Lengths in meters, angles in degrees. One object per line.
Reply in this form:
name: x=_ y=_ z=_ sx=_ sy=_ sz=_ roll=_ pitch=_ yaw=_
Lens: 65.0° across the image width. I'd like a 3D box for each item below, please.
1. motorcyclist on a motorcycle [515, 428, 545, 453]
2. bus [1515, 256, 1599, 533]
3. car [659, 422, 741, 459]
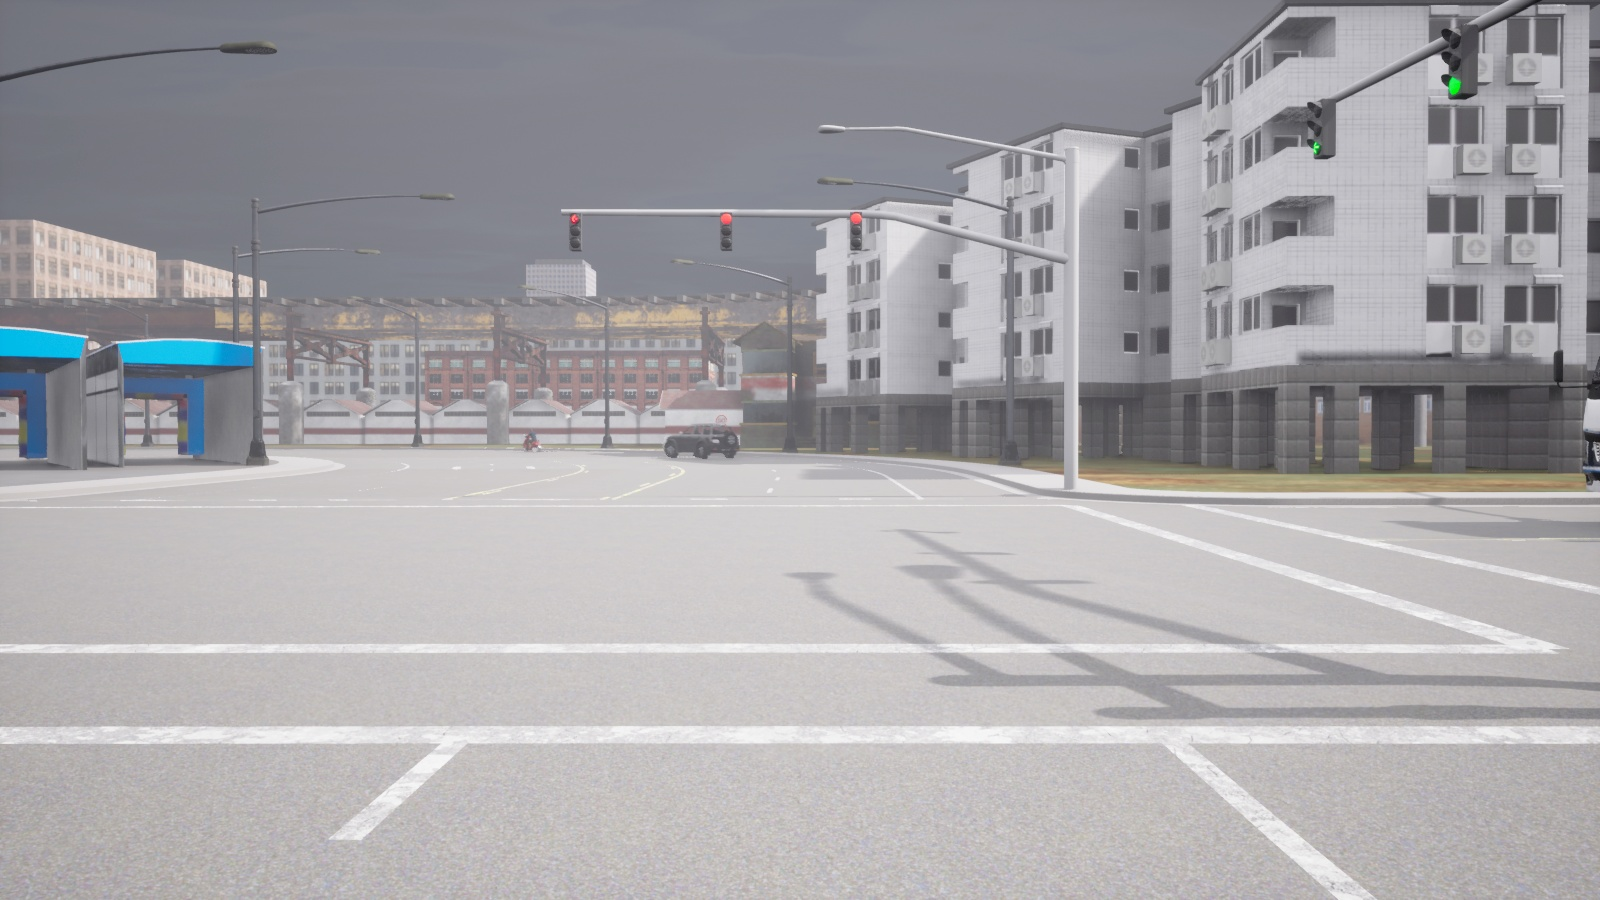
motorcyclist on a motorcycle: x=-17.551 y=-0.646 z=81.612 sx=1.817 sy=1.590 sz=0.866 roll=0 pitch=3 yaw=39
bus: x=17.421 y=-0.860 z=19.572 sx=10.273 sy=4.253 sz=3.944 roll=0 pitch=1 yaw=-1
car: x=-5.231 y=-0.488 z=65.297 sx=1.932 sy=1.855 sz=4.605 roll=1 pitch=0 yaw=-40
